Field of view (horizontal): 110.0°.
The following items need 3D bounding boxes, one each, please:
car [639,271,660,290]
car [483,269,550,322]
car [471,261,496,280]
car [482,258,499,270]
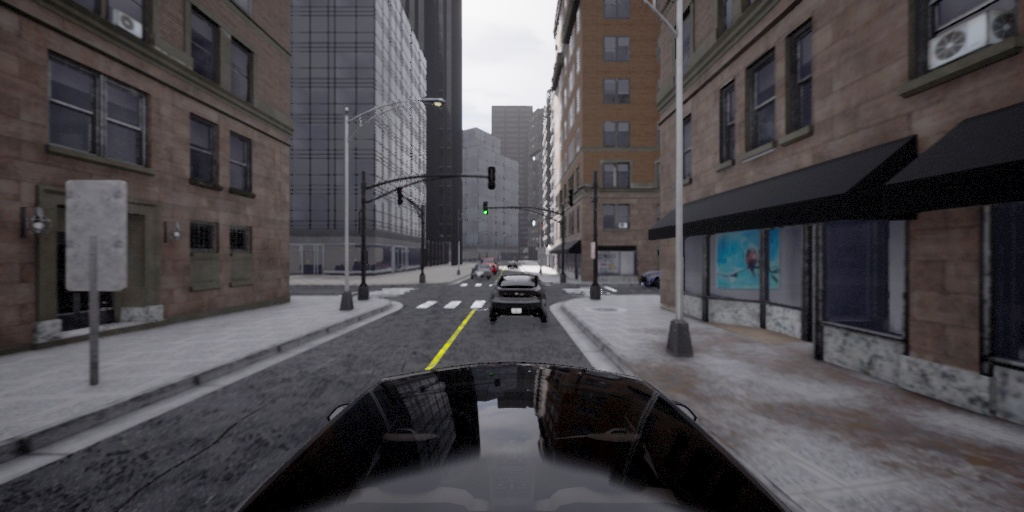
[{"bbox_3d":[10.856,1.263,23.750,4.553,1.767,2.097,0,0,-1],"label":"car"},{"bbox_3d":[0.329,1.380,12.971,1.837,1.490,4.892,0,0,5],"label":"car"},{"bbox_3d":[-3.085,1.561,36.590,2.128,1.511,4.902,0,0,0],"label":"car"},{"bbox_3d":[-3.089,1.325,46.898,2.150,2.045,5.566,0,0,0],"label":"car"}]
